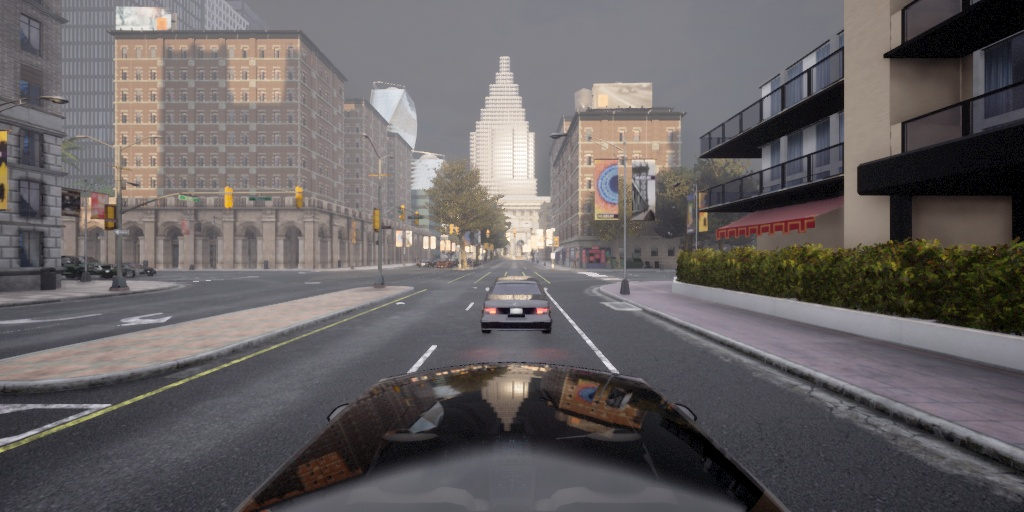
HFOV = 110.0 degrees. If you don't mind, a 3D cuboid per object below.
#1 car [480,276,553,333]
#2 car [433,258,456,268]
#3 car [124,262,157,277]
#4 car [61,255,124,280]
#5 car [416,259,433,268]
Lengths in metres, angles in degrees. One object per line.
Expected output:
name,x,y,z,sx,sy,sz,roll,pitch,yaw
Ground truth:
car,0.131,1.297,10.666,2.033,1.411,5.357,0,0,1
car,-11.147,1.101,59.576,2.097,1.767,4.553,0,0,1
car,-36.884,1.313,34.434,4.181,1.385,1.994,0,0,0
car,-37.657,0.971,30.932,5.566,2.045,2.150,0,0,0
car,-14.621,1.241,61.457,2.128,1.511,4.902,0,0,1
